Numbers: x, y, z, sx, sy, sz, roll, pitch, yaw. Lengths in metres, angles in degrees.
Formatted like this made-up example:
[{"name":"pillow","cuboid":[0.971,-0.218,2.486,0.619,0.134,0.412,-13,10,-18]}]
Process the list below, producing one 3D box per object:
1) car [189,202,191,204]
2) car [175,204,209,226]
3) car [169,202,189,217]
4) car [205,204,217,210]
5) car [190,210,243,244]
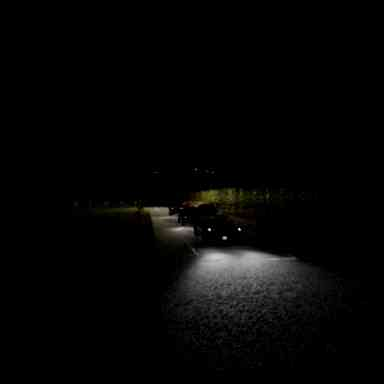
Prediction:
[{"name":"car","cuboid":[-0.913,2.579,61.840,1.812,1.442,4.674,0,-1,-8]},{"name":"car","cuboid":[-0.095,1.983,28.038,1.812,1.442,4.674,0,-1,-8]},{"name":"car","cuboid":[-1.811,2.182,40.864,1.837,1.490,4.892,0,-1,-7]},{"name":"car","cuboid":[1.847,2.165,41.289,1.882,1.535,5.008,0,-1,-8]},{"name":"car","cuboid":[1.259,1.882,17.793,1.895,1.301,4.718,0,-1,-8]}]
